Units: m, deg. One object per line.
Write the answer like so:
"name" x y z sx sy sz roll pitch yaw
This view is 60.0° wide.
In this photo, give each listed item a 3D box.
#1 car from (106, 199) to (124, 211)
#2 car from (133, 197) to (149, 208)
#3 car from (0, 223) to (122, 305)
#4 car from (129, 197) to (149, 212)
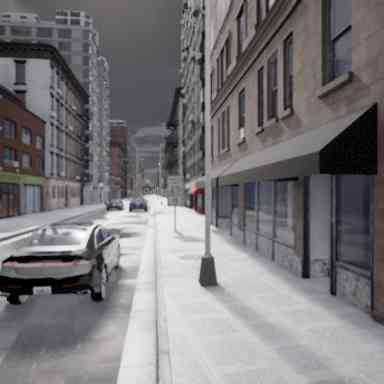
"car" -9.836 1.625 42.931 2.033 1.411 5.357 0 0 -6
"car" -7.655 1.587 50.359 2.128 1.511 4.902 0 0 -6
"car" -2.878 1.501 8.191 2.128 1.511 4.902 0 0 -6
"car" -6.471 1.422 40.427 2.097 1.767 4.553 0 0 -6
